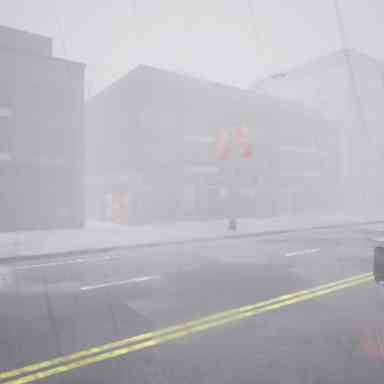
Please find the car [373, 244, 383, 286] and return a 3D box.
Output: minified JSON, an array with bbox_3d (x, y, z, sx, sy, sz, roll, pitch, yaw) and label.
[{"bbox_3d":[6.359,1.499,8.036,5.008,1.535,1.882,0,0,-35],"label":"car"}]
